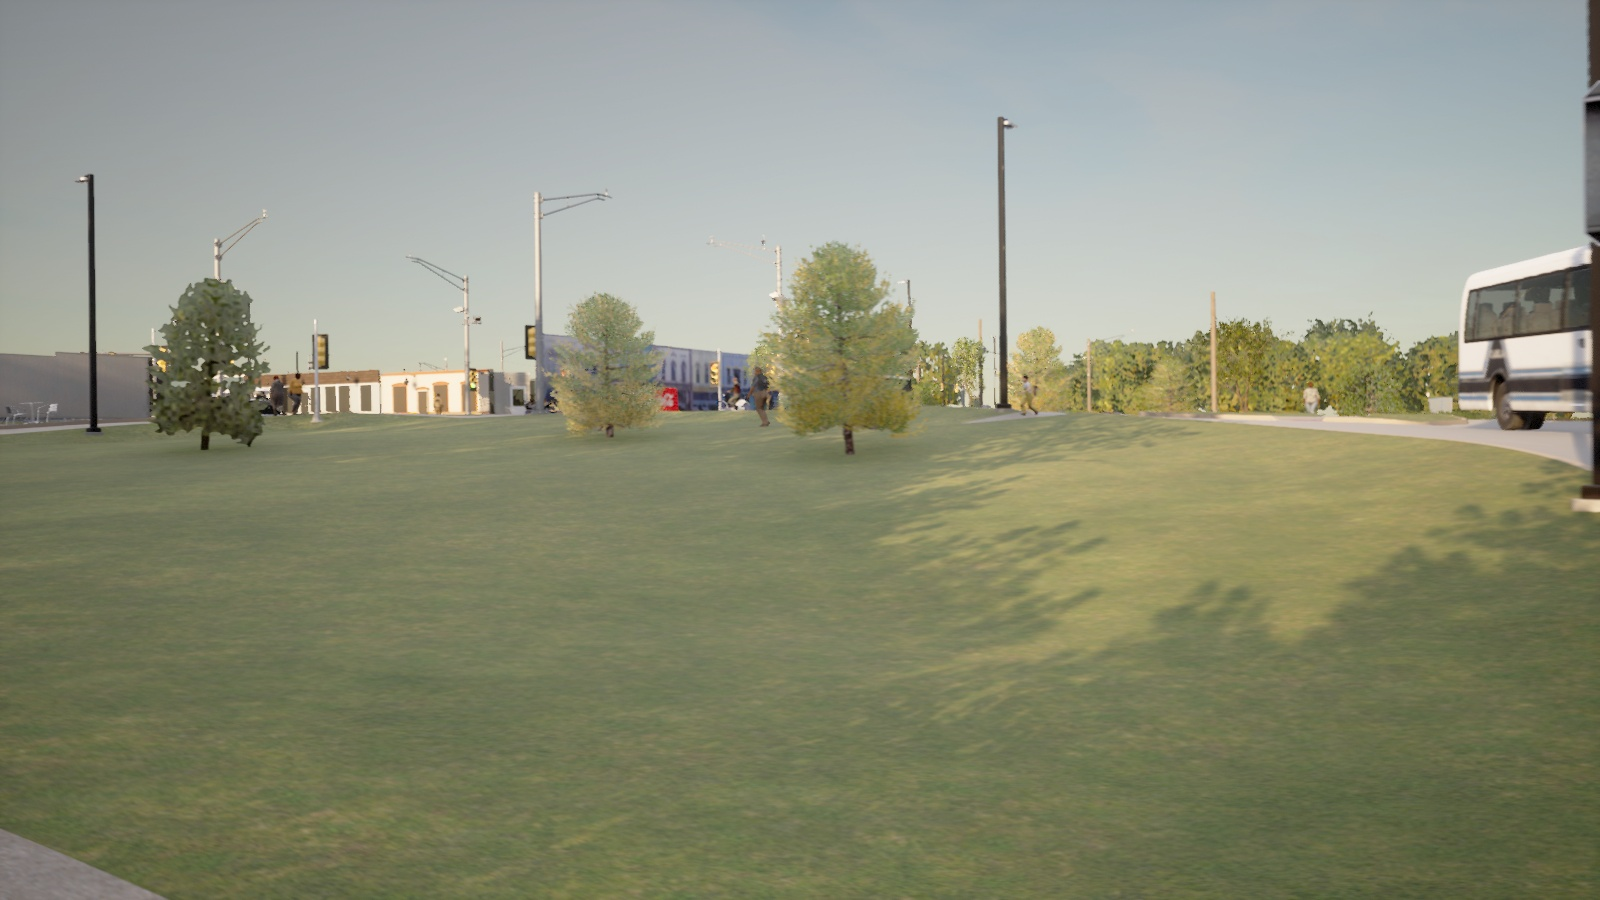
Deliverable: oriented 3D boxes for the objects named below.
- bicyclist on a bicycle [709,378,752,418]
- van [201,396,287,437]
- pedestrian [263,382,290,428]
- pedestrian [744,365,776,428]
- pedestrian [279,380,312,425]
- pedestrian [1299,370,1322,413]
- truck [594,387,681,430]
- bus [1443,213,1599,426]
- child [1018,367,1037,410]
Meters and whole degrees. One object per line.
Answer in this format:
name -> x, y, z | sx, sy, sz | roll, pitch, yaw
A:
bicyclist on a bicycle -> -3.164, -2.375, 57.423 | 1.843, 1.776, 0.659 | -1, 0, 26
van -> -30.293, -1.796, 68.346 | 4.480, 2.038, 2.069 | -1, 0, 32
pedestrian -> -22.780, -1.947, 54.646 | 0.873, 1.952, 0.659 | -2, 0, 27
pedestrian -> -1.193, -1.587, 37.356 | 0.694, 1.848, 0.540 | -2, 0, 36
pedestrian -> -21.350, -1.988, 53.169 | 0.900, 1.855, 0.874 | -2, 0, 22
pedestrian -> 22.727, -2.604, 55.888 | 0.874, 1.855, 0.900 | -2, 0, 25
truck -> -10.043, -2.554, 77.993 | 2.627, 2.467, 5.204 | -2, 0, 31
bus -> 18.461, -2.844, 28.181 | 3.944, 4.253, 10.273 | -3, 2, 8
child -> 6.688, -1.804, 36.968 | 0.437, 1.263, 0.270 | -2, 0, -30
